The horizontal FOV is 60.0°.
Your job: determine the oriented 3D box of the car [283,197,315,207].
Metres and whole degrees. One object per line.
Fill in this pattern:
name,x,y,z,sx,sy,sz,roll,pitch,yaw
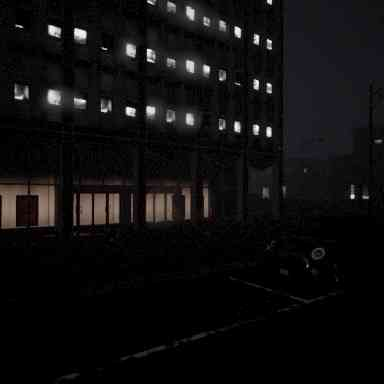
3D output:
car,15.524,1.481,48.519,1.802,1.307,4.206,1,0,-35

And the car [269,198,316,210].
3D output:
car,11.777,1.427,39.201,2.008,1.369,4.403,1,0,-35

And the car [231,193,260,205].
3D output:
car,9.232,1.169,57.629,2.192,1.841,5.009,1,0,-35

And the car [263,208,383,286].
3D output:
car,3.888,1.441,9.330,4.097,1.590,1.967,0,0,-36

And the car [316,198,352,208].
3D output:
car,18.576,1.447,44.103,1.752,1.417,4.829,1,0,-35

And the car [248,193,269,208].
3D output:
car,8.631,1.168,43.757,2.192,1.841,5.009,1,0,-35
